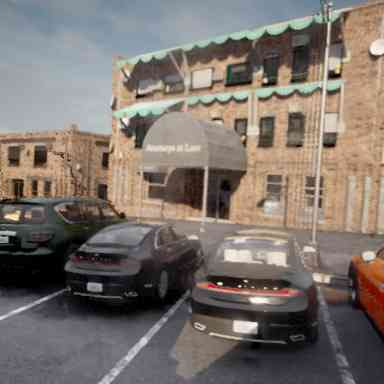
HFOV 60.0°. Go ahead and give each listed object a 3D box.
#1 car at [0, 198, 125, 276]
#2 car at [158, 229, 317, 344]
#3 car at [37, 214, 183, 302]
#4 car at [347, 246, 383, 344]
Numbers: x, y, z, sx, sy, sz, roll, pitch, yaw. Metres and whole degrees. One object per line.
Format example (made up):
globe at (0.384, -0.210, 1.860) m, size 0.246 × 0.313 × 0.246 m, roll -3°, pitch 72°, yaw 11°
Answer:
car at (-3.459, 1.189, 9.943) m, size 2.435 × 2.045 × 5.566 m, roll 0°, pitch -1°, yaw 15°
car at (1.316, 1.459, 6.505) m, size 2.231 × 1.521 × 4.892 m, roll 0°, pitch -1°, yaw 15°
car at (-1.078, 1.445, 8.208) m, size 2.231 × 1.521 × 4.892 m, roll 0°, pitch -1°, yaw 15°
car at (3.696, 1.349, 4.780) m, size 2.185 × 1.767 × 4.553 m, roll 0°, pitch 0°, yaw 16°
